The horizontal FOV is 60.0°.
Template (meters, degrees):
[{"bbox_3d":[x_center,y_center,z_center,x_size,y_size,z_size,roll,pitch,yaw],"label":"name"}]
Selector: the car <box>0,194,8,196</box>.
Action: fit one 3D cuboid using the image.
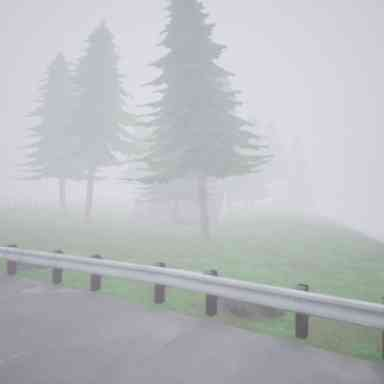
[{"bbox_3d":[-42.090,1.175,73.762,1.895,1.301,4.718,0,0,4],"label":"car"}]
